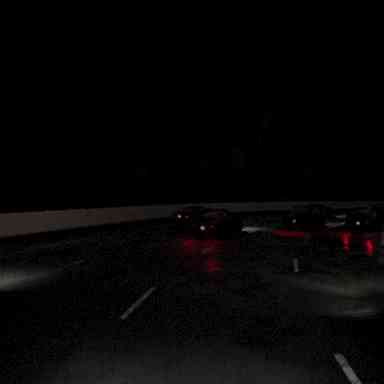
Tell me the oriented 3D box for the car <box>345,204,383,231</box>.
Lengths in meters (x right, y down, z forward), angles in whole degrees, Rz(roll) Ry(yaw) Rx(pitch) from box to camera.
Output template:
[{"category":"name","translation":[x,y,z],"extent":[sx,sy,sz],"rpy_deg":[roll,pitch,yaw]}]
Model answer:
[{"category":"car","translation":[11.812,1.779,22.759],"extent":[1.812,1.442,4.674],"rpy_deg":[0,-1,37]}]

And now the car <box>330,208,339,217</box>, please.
[{"category":"car","translation":[12.869,1.914,33.880],"extent":[5.357,1.411,2.033],"rpy_deg":[1,-1,-40]}]

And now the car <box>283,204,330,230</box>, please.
[{"category":"car","translation":[7.939,1.728,23.315],"extent":[1.882,1.535,5.008],"rpy_deg":[0,0,34]}]

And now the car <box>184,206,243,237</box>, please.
[{"category":"car","translation":[1.551,1.723,19.464],"extent":[1.812,1.442,4.674],"rpy_deg":[0,-1,25]}]

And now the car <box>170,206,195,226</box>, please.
[{"category":"car","translation":[0.475,1.800,25.277],"extent":[2.033,1.411,5.357],"rpy_deg":[0,-1,32]}]
